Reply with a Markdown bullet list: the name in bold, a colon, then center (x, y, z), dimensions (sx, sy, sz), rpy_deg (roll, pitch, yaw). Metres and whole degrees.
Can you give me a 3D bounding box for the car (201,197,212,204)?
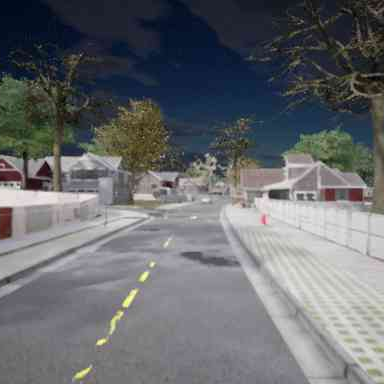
- **car**: center (2.965, 1.662, 68.293), dimensions (1.812, 1.442, 4.674), rpy_deg (0, 0, 9)
